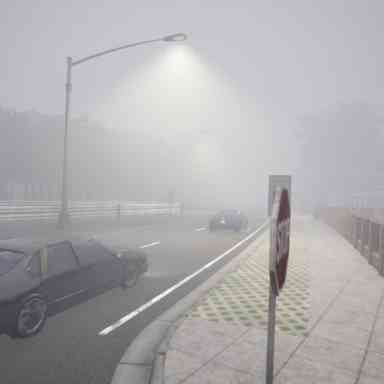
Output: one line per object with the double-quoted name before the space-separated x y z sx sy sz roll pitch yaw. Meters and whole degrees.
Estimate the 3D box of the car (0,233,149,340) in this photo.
"car" -2.839 1.570 6.725 2.033 1.411 5.357 2 0 20

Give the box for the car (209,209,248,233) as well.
"car" 2.518 1.841 22.203 1.994 1.385 4.181 2 0 18
